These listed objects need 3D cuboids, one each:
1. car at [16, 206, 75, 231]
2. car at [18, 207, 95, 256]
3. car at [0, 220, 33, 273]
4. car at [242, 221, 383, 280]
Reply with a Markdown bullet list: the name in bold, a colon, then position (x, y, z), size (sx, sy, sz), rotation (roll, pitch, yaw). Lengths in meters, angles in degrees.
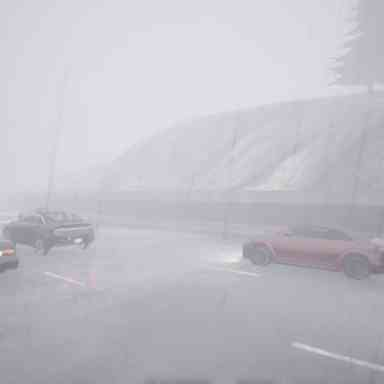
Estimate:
- **car**: position (-9.631, 1.644, 21.654), size (4.718, 1.301, 1.895), rotation (0, 0, 45)
- **car**: position (-5.873, 1.518, 13.399), size (4.902, 1.511, 2.128), rotation (0, 0, 41)
- **car**: position (-6.894, 1.563, 9.597), size (5.357, 1.411, 2.033), rotation (0, 0, 41)
- **car**: position (3.663, 1.597, 10.135), size (4.181, 1.385, 1.994), rotation (0, 0, 37)
